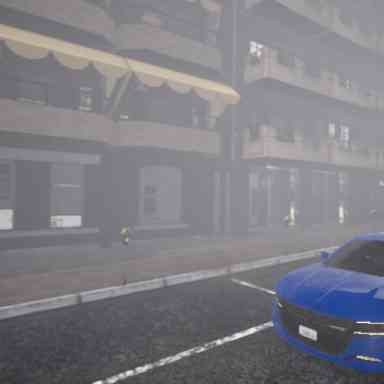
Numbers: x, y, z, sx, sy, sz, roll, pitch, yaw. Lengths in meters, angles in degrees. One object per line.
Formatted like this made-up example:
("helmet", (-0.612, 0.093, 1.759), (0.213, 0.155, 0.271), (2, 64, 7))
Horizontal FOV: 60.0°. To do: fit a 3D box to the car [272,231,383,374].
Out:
("car", (3.453, 1.438, 5.537), (5.008, 1.535, 1.882), (0, 0, -36))
